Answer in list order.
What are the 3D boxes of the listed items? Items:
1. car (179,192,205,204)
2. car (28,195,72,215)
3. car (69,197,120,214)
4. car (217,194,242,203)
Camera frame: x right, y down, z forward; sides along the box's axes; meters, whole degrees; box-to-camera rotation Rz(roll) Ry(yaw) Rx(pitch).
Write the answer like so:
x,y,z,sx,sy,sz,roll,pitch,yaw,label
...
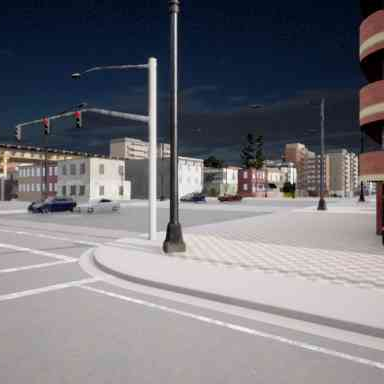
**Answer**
x,y,z,sx,sy,sz,roll,pitch,yaw,label
0.061,0.825,50.614,2.097,1.767,4.553,0,1,37,car
-13.490,1.203,32.386,2.097,1.767,4.553,0,1,37,car
-9.101,1.339,32.451,1.812,1.442,4.674,0,1,37,car
5.959,0.982,52.645,1.895,1.301,4.718,0,1,37,car
